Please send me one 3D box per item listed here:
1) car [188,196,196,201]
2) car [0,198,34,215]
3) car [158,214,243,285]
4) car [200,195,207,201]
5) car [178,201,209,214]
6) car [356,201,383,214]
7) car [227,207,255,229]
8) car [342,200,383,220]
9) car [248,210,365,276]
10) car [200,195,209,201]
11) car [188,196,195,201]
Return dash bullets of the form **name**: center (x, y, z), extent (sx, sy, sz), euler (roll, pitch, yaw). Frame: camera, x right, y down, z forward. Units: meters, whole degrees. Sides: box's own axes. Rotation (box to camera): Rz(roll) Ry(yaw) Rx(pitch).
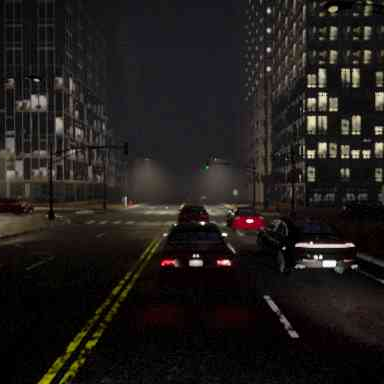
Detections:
- **car**: center (-0.083, 1.888, 82.590), extent (1.895, 1.301, 4.718), euler (0, 0, 0)
- **car**: center (-18.241, 1.356, 33.136), extent (4.553, 1.767, 2.097), euler (1, 1, 1)
- **car**: center (0.094, 1.587, 9.662), extent (2.033, 1.411, 5.357), euler (0, 0, 0)
- **car**: center (3.158, 1.673, 91.217), extent (1.812, 1.442, 4.674), euler (0, 0, 0)
- **car**: center (0.090, 1.563, 21.670), extent (1.882, 1.535, 5.008), euler (0, 0, 0)
- **car**: center (21.771, 1.813, 38.314), extent (4.829, 1.417, 1.752), euler (0, 0, 1)
- **car**: center (3.330, 1.648, 21.160), extent (1.994, 1.385, 4.181), euler (0, 0, 0)
- **car**: center (16.171, 1.653, 30.022), extent (5.009, 1.841, 2.192), euler (0, 0, 1)
- **car**: center (3.340, 1.535, 10.499), extent (2.128, 1.511, 4.902), euler (0, 0, 0)
- **car**: center (3.168, 1.876, 81.243), extent (1.895, 1.301, 4.718), euler (0, 0, 0)
- **car**: center (-0.094, 1.873, 92.680), extent (1.994, 1.385, 4.181), euler (0, 0, 0)
